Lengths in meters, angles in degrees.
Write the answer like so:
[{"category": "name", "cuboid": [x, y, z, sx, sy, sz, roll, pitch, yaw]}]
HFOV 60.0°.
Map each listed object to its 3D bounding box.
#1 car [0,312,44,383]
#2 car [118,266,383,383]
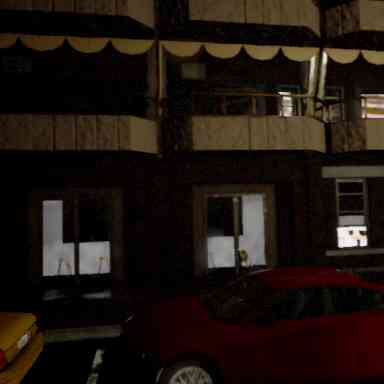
[{"category": "car", "cuboid": [-4.344, 1.825, 3.740, 4.829, 1.417, 1.752, -1, -3, -9]}, {"category": "car", "cuboid": [1.287, 1.757, 4.592, 4.507, 1.381, 1.887, -1, -3, -9]}]
